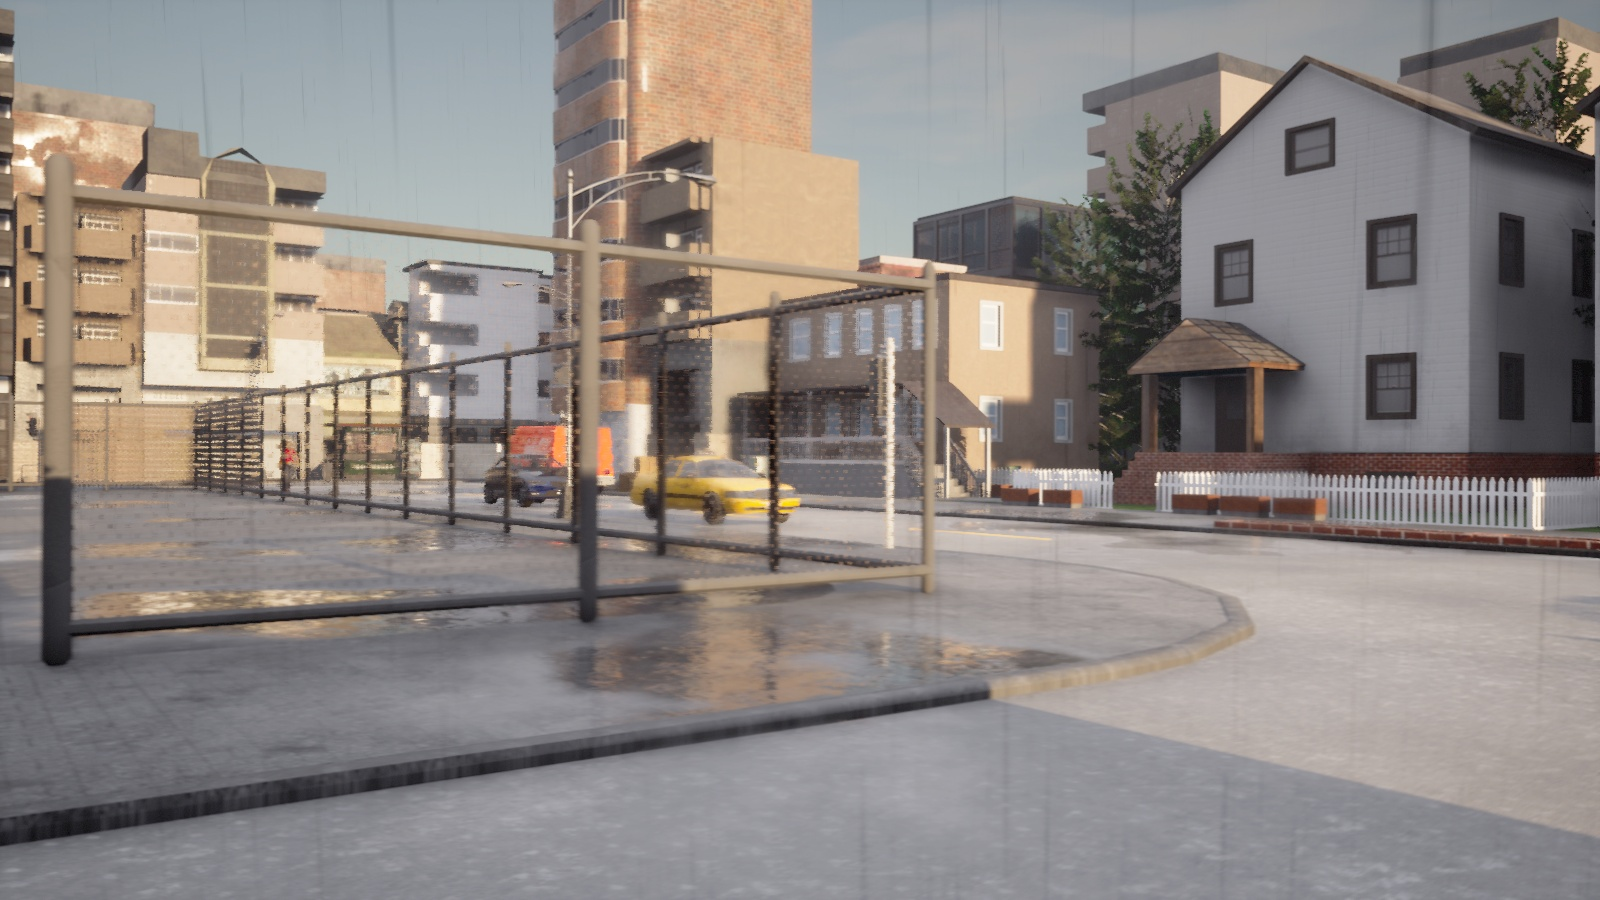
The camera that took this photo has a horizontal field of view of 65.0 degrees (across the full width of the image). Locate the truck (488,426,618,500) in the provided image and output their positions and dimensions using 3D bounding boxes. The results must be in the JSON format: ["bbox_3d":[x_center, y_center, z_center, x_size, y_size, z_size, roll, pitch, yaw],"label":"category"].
[{"bbox_3d":[-8.836,0.422,44.574,2.627,2.467,5.204,0,0,-35],"label":"truck"}]

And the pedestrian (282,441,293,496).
[{"bbox_3d":[-17.289,0.612,42.349,0.331,1.846,0.636,0,0,-21],"label":"pedestrian"}]

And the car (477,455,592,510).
[{"bbox_3d":[-7.640,0.887,35.894,1.816,1.474,4.193,0,0,-33],"label":"car"}]

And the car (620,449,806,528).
[{"bbox_3d":[-2.072,0.782,27.939,1.801,1.575,5.366,0,0,-32],"label":"car"}]
